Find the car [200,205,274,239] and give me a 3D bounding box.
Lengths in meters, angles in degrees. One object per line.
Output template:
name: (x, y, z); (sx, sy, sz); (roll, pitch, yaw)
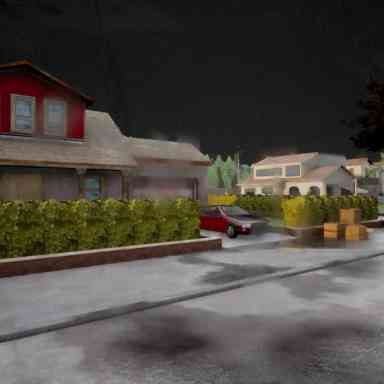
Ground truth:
car: (1.536, 1.356, 16.530); (2.033, 1.415, 5.357); (0, 0, -33)
